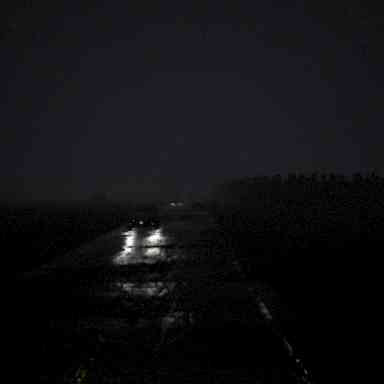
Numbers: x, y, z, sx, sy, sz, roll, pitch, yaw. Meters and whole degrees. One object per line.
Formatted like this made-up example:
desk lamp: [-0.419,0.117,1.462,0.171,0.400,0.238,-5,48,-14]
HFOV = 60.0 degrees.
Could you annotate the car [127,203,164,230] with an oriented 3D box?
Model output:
car: [-2.856,1.496,21.101,1.837,1.490,4.892,0,0,0]

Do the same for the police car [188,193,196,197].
police car: [0.810,1.373,48.994,1.930,1.638,5.238,0,0,0]

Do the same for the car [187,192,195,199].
car: [-0.020,1.330,72.117,1.895,1.301,4.718,0,0,0]

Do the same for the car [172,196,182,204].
car: [-2.785,1.460,62.640,2.033,1.411,5.357,0,0,0]

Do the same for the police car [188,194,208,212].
police car: [0.813,1.394,38.995,1.930,1.638,5.238,0,0,0]
